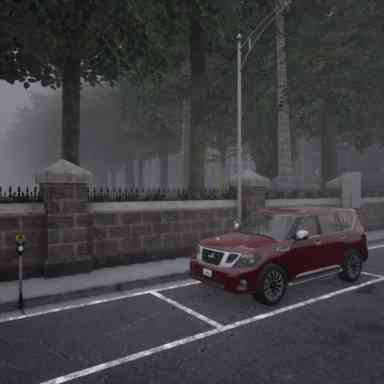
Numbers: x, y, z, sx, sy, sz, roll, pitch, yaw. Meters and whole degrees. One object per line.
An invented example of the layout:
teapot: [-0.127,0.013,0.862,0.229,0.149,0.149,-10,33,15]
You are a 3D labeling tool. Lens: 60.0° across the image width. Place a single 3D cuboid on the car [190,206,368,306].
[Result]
car: [2.359,1.314,8.215,5.009,1.841,2.192,0,0,-35]
